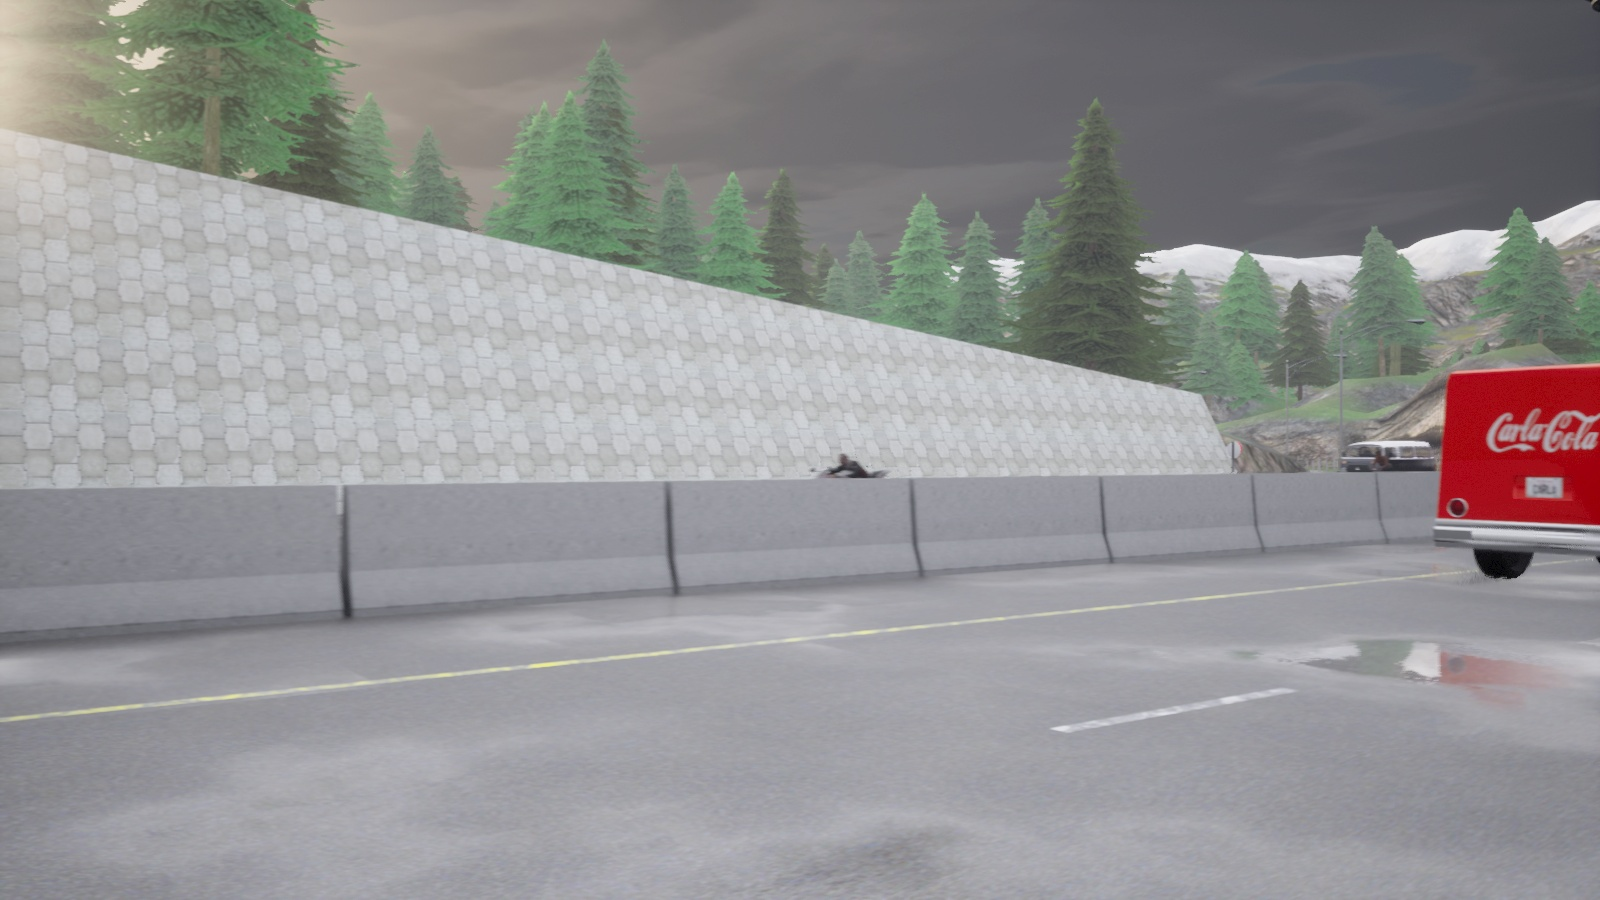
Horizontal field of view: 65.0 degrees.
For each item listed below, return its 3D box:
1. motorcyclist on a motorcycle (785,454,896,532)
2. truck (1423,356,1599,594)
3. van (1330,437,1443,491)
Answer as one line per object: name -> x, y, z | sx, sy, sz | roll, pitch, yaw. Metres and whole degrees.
motorcyclist on a motorcycle -> 0.837, 0.841, 25.562 | 2.191, 1.530, 0.866 | 0, 0, -35
truck -> 10.100, 0.270, 14.955 | 5.204, 2.467, 2.627 | 0, 0, -35
van -> 23.192, 0.541, 49.652 | 4.480, 2.038, 2.069 | 0, 0, -35
